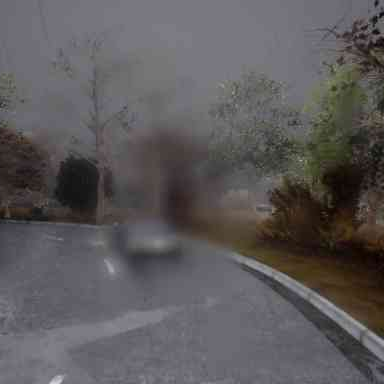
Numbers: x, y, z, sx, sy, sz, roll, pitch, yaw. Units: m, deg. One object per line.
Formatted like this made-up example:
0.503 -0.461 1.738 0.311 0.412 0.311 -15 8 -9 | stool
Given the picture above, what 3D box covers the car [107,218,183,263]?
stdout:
-1.893 1.648 12.546 1.994 1.385 4.181 1 0 -24 | car
